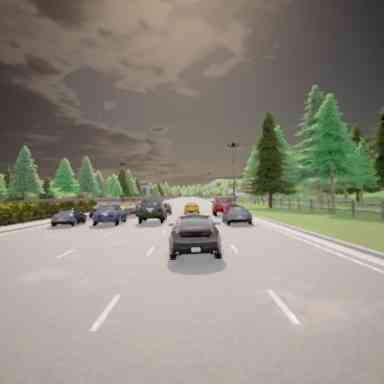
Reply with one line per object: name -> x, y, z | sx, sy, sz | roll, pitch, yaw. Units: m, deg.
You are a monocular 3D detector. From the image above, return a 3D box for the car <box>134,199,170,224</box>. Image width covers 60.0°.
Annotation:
car -> -3.472, 1.663, 29.840 | 2.150, 2.045, 5.566 | -2, 0, -1

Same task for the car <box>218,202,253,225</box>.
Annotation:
car -> 3.450, 1.773, 25.940 | 1.994, 1.385, 4.181 | -2, -1, 0

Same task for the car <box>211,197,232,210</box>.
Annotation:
car -> 3.405, 1.568, 37.407 | 2.150, 2.045, 5.566 | -2, 0, 0

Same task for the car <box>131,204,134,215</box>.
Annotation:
car -> -7.076, 2.179, 39.909 | 1.812, 1.442, 4.674 | -2, -1, 0

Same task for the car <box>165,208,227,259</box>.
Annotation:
car -> 0.108, 1.659, 13.346 | 1.837, 1.490, 4.892 | -2, 0, 0

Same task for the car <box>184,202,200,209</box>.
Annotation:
car -> -0.038, 1.984, 43.526 | 1.882, 1.535, 5.008 | -2, -1, 0

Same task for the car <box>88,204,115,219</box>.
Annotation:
car -> -10.577, 2.246, 39.148 | 1.837, 1.490, 4.892 | -2, 0, 0

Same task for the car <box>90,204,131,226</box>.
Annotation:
car -> -6.970, 1.873, 28.808 | 2.097, 1.767, 4.553 | -2, -1, 0

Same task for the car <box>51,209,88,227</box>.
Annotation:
car -> -10.457, 2.176, 28.555 | 1.994, 1.385, 4.181 | -2, -1, -1

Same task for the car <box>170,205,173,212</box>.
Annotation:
car -> -3.532, 2.099, 42.811 | 1.837, 1.490, 4.892 | -2, 0, 0
